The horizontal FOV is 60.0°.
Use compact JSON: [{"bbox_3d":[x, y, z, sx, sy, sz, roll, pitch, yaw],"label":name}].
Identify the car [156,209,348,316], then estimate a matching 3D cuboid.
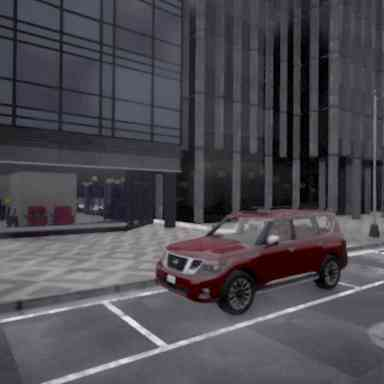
[{"bbox_3d":[1.653,1.369,7.827,5.009,1.841,2.192,1,0,-36],"label":"car"}]
